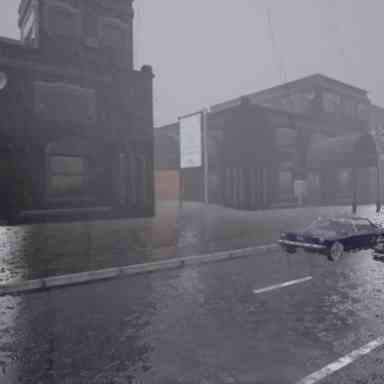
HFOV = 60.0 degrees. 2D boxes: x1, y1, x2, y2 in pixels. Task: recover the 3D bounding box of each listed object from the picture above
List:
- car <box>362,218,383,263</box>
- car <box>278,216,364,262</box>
[{"bbox_3d":[7.804,1.506,10.494,5.357,1.411,2.033,0,0,-36],"label":"car"},{"bbox_3d":[5.292,1.565,12.124,4.718,1.301,1.895,0,0,-36],"label":"car"}]
